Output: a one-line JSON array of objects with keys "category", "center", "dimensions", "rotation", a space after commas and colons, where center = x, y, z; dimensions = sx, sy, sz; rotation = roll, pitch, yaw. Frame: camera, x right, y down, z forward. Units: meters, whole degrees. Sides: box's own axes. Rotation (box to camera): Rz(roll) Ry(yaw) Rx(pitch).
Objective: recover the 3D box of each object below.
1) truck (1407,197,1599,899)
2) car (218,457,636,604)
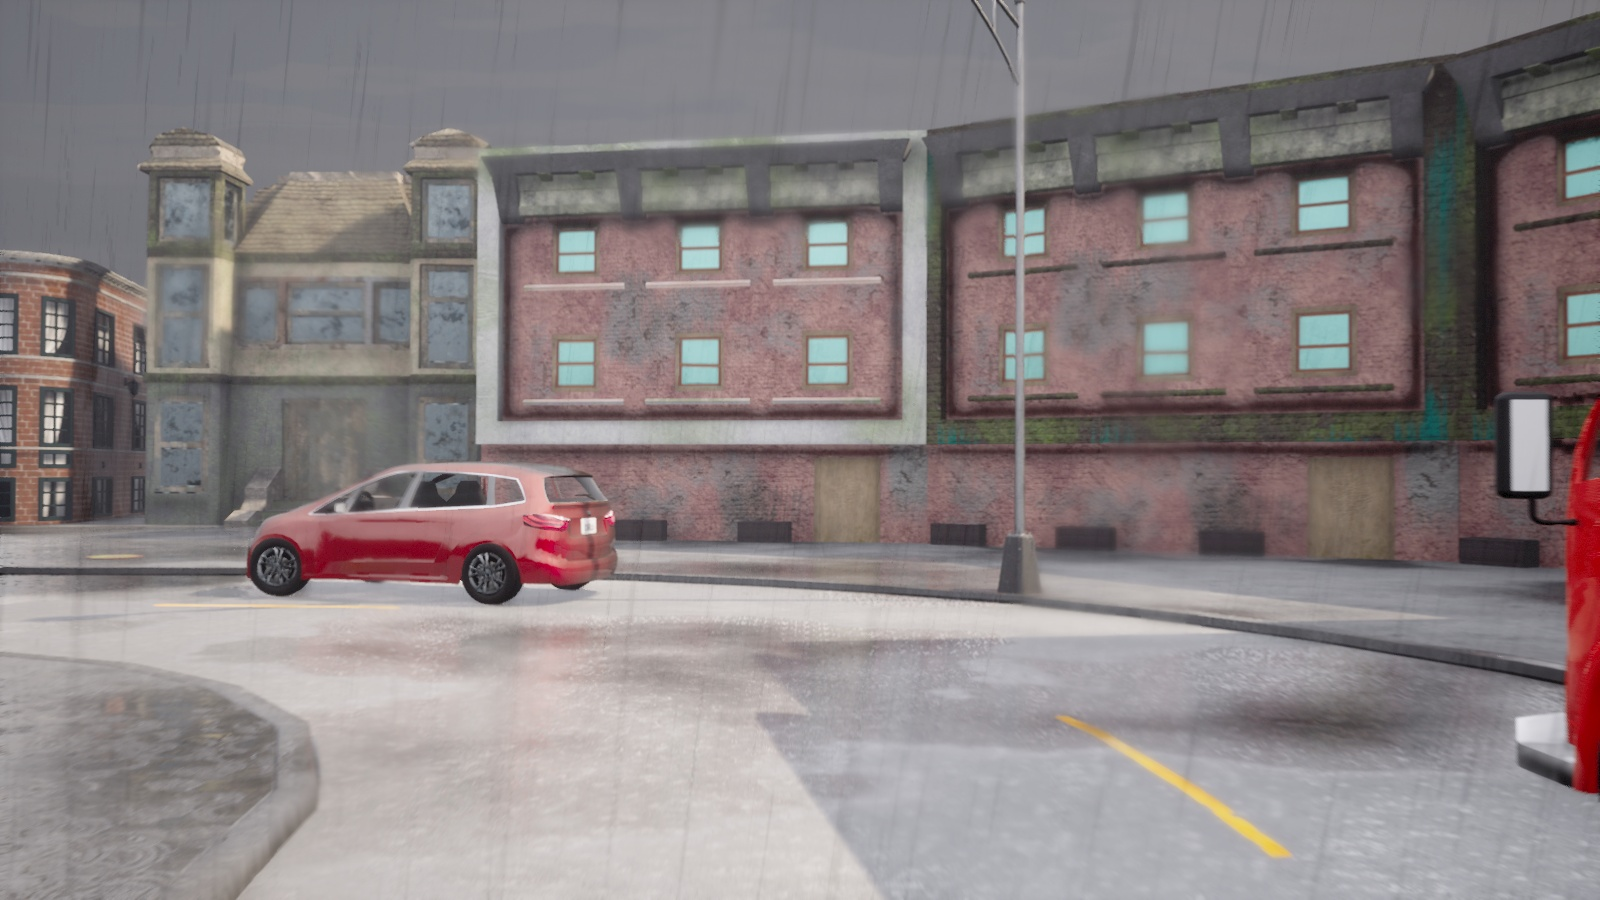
[{"category": "truck", "center": [3.997, 0.361, 2.923], "dimensions": [2.627, 2.467, 5.204], "rotation": [0, -1, 0]}, {"category": "car", "center": [-4.674, 0.947, 15.956], "dimensions": [4.611, 1.667, 2.242], "rotation": [0, -1, 17]}]
